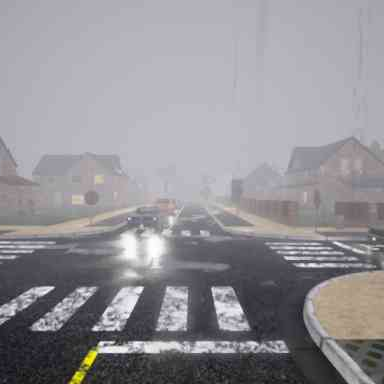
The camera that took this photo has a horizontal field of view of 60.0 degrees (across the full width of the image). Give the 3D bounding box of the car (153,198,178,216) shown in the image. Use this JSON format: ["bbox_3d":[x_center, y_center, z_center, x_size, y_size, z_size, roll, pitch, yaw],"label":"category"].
[{"bbox_3d":[-2.863,1.407,33.548,2.097,1.767,4.553,0,0,0],"label":"car"}]

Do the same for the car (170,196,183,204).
[{"bbox_3d":[-2.783,1.377,60.436,2.033,1.411,5.357,0,0,0],"label":"car"}]

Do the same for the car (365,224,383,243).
[{"bbox_3d":[10.368,1.610,14.009,5.357,1.411,2.033,0,0,2],"label":"car"}]

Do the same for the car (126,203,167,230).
[{"bbox_3d":[-2.861,1.619,21.120,1.895,1.301,4.718,0,0,0],"label":"car"}]
